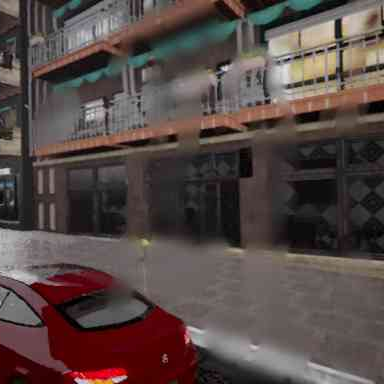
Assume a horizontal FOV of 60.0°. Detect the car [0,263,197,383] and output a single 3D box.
[{"bbox_3d":[-1.893,1.556,4.093,4.206,1.307,1.802,0,-1,35],"label":"car"}]
